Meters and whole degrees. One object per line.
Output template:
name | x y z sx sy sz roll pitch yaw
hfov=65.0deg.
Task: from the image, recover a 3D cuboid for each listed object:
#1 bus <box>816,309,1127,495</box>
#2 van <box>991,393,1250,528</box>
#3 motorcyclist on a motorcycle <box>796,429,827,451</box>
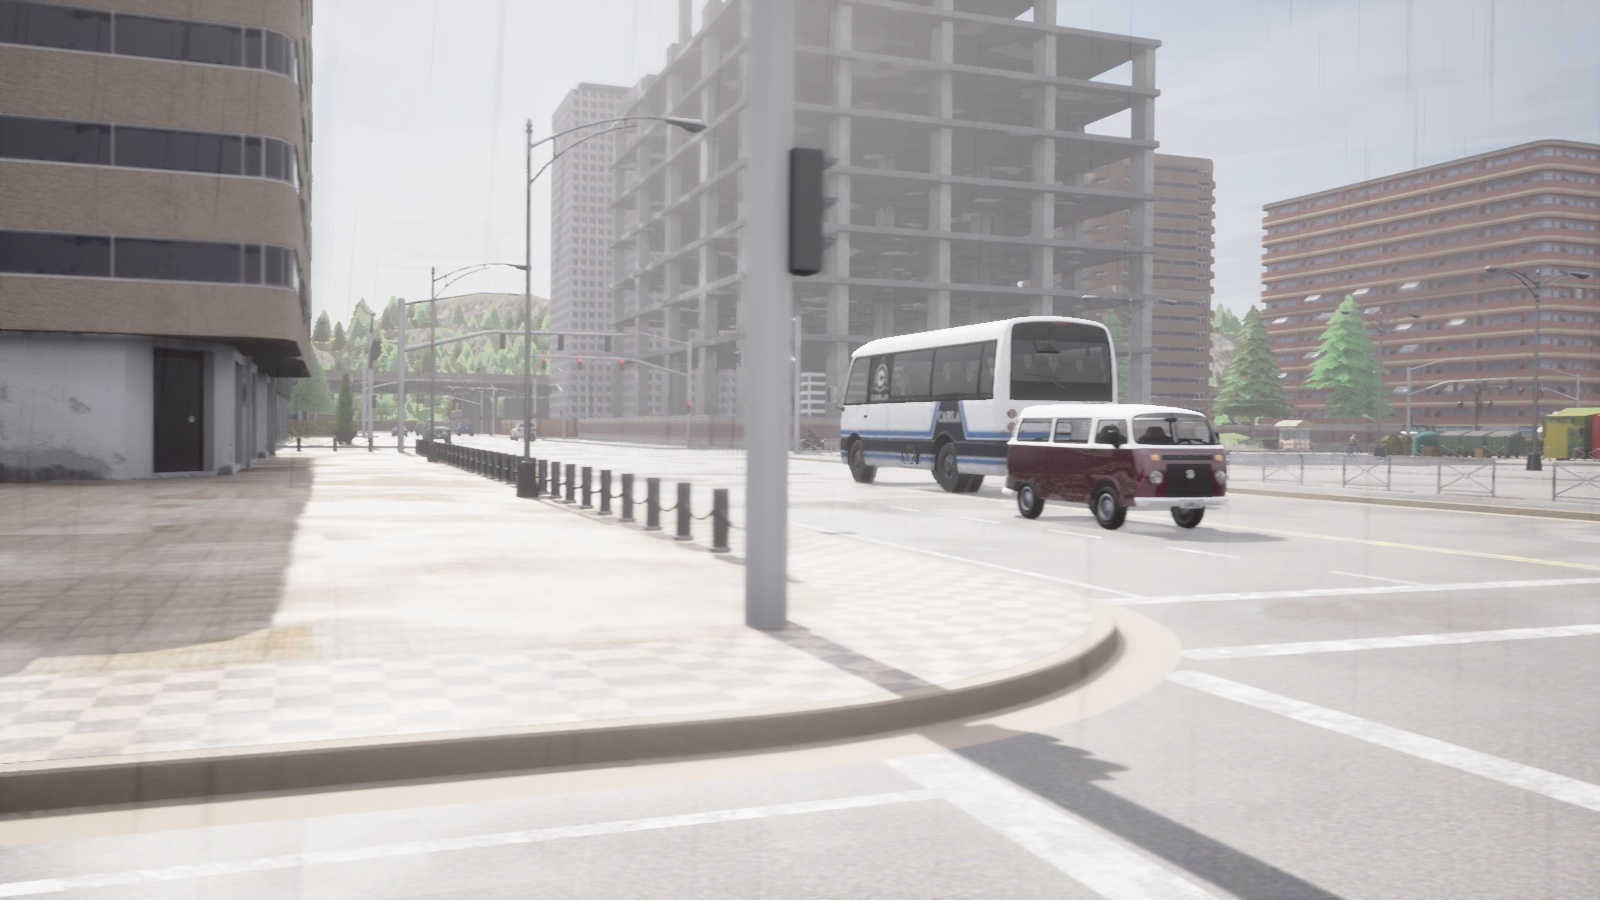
bus | 4.158 -1.180 34.210 3.944 4.253 10.273 -1 1 -21
van | 5.275 0.117 21.382 2.069 2.038 4.480 -1 1 -21
motorcyclist on a motorcycle | 0.819 -0.716 88.049 2.044 1.523 0.797 -1 1 -21
